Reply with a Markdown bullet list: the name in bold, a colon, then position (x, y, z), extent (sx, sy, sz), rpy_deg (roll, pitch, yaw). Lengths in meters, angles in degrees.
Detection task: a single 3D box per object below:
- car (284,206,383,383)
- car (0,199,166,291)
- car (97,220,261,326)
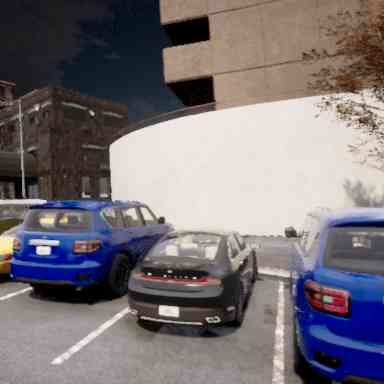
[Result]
- **car**: position (2.764, 1.248, 5.452), extent (2.435, 2.045, 5.566), rpy_deg (0, -1, 16)
- **car**: position (-2.128, 1.249, 8.958), extent (2.435, 2.045, 5.566), rpy_deg (0, -1, 15)
- **car**: position (0.309, 1.500, 7.182), extent (2.231, 1.521, 4.892), rpy_deg (0, -1, 16)
